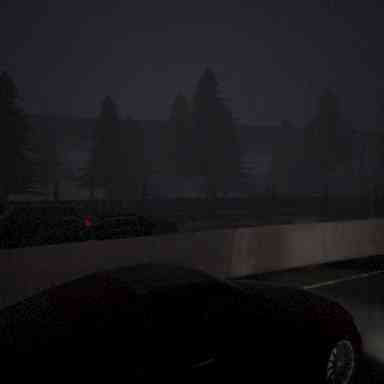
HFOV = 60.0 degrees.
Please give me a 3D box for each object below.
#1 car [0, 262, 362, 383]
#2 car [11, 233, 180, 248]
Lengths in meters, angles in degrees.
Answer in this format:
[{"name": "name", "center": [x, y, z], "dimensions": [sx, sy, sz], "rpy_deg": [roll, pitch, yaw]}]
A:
[{"name": "car", "center": [-0.174, 1.501, 3.448], "dimensions": [4.674, 1.442, 1.812], "rpy_deg": [0, 0, -35]}, {"name": "car", "center": [-2.690, 1.425, 10.368], "dimensions": [4.902, 1.511, 2.128], "rpy_deg": [0, 0, -33]}]
